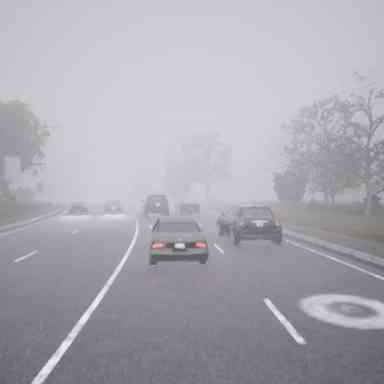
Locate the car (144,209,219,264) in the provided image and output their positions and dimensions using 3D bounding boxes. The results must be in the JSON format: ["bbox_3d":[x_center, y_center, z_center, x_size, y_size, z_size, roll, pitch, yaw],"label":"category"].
[{"bbox_3d":[-0.559,1.552,11.826,2.033,1.411,5.357,0,0,-5],"label":"car"}]

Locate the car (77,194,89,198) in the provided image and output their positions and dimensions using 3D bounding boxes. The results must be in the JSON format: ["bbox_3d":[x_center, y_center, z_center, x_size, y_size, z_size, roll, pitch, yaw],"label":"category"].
[{"bbox_3d":[-24.424,1.117,74.126,1.882,1.535,5.008,0,0,-31],"label":"car"}]

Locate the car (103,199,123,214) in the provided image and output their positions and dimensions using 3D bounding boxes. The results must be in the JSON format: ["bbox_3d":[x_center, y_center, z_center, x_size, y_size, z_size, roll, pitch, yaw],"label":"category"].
[{"bbox_3d":[-8.672,1.508,36.514,2.128,1.511,4.902,0,0,-16],"label":"car"}]

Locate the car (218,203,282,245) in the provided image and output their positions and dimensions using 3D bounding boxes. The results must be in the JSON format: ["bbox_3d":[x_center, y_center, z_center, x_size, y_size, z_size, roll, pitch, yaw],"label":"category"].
[{"bbox_3d":[2.537,1.353,15.703,2.097,1.767,4.553,0,0,-6],"label":"car"}]

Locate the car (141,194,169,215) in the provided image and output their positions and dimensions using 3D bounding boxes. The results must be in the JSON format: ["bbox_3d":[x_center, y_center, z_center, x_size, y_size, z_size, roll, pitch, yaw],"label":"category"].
[{"bbox_3d":[-3.494,1.235,30.994,2.150,2.045,5.566,0,0,-12],"label":"car"}]

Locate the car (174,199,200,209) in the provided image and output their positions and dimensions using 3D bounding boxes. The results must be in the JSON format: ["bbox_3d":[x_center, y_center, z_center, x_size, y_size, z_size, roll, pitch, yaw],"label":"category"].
[{"bbox_3d":[-0.585,1.491,33.877,1.882,1.535,5.008,0,0,-13],"label":"car"}]

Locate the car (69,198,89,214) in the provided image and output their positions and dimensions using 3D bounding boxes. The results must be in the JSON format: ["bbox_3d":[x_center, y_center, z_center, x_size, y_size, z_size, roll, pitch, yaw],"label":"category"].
[{"bbox_3d":[-11.895,1.616,35.168,1.895,1.301,4.718,0,0,-15],"label":"car"}]
